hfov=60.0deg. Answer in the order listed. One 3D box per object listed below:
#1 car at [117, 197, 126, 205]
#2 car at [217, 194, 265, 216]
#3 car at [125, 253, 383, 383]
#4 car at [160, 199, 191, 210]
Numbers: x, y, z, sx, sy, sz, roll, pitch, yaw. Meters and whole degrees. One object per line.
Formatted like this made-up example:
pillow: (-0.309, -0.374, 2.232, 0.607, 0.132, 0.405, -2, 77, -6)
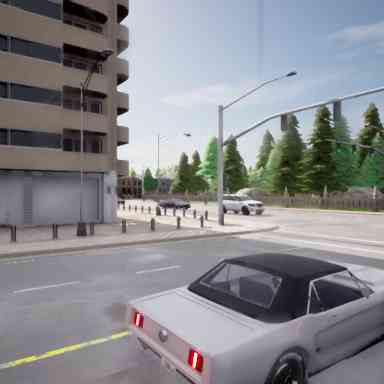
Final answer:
car: (-14.011, 1.602, 60.855, 2.033, 1.411, 5.357, 0, 0, -36)
car: (4.967, 1.278, 34.293, 2.150, 2.045, 5.566, 0, 0, -36)
car: (1.567, 1.601, 4.897, 4.718, 1.301, 1.895, 0, 0, -35)
car: (-2.299, 1.602, 44.401, 2.033, 1.411, 5.357, 0, 0, -36)
